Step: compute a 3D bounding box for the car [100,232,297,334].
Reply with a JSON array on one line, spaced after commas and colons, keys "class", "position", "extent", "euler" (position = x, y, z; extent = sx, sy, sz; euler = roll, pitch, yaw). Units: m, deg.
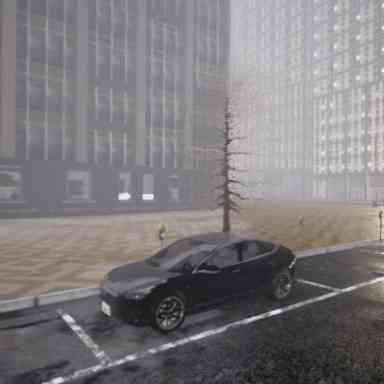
[{"class": "car", "position": [0.348, 1.564, 6.798], "extent": [4.313, 1.339, 1.947], "euler": [0, 1, -35]}]
